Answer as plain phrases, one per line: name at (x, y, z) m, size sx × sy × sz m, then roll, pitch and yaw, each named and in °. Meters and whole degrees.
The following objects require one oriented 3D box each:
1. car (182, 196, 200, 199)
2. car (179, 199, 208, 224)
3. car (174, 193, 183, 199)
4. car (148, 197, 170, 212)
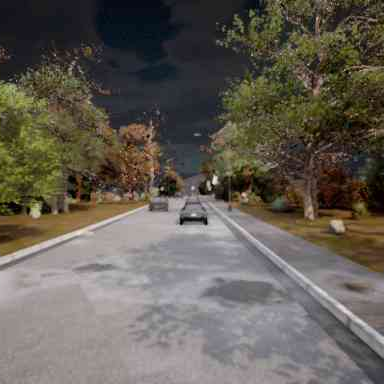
car at (0.126, 1.234, 43.262) m, size 1.994 × 1.385 × 4.181 m, roll 0°, pitch 1°, yaw 0°
car at (0.115, 1.440, 23.667) m, size 1.994 × 1.385 × 4.181 m, roll 0°, pitch 1°, yaw 0°
car at (-3.050, 0.822, 74.997) m, size 1.994 × 1.385 × 4.181 m, roll 0°, pitch 1°, yaw 1°
car at (-3.321, 1.269, 34.453) m, size 1.837 × 1.490 × 4.892 m, roll 0°, pitch 1°, yaw 0°
